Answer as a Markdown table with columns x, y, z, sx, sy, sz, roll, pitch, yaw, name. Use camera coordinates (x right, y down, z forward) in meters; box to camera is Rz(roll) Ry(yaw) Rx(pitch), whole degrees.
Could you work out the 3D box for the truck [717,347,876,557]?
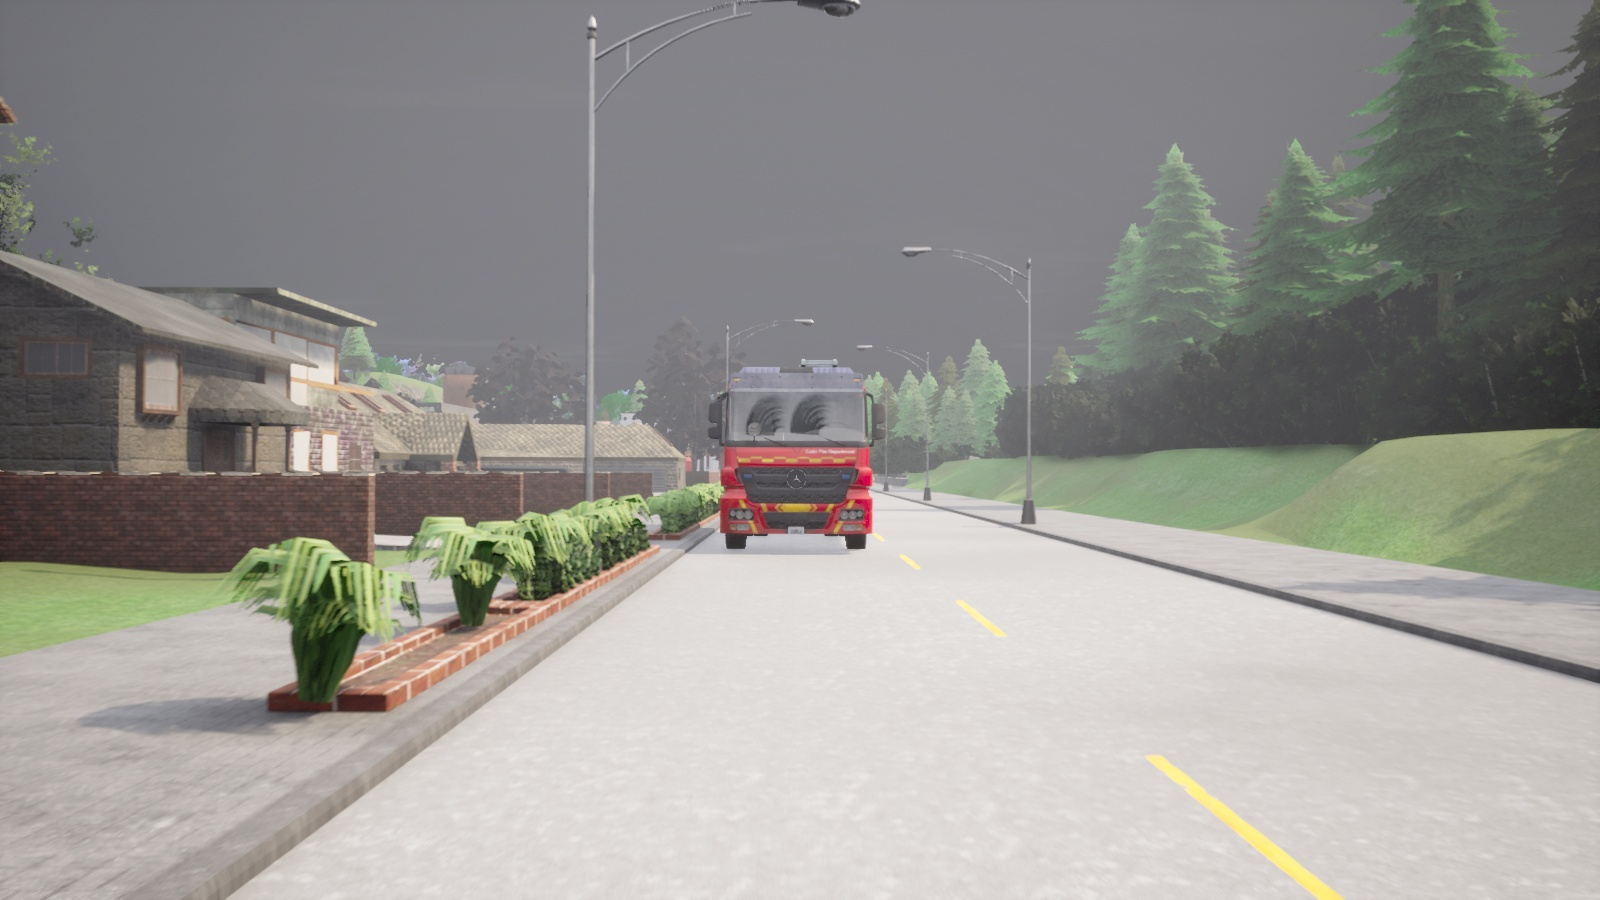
| x | y | z | sx | sy | sz | roll | pitch | yaw | name |
| --- | --- | --- | --- | --- | --- | --- | --- | --- | --- |
| -0.071 | 0.106 | 27.218 | 2.891 | 3.827 | 8.468 | 0 | -1 | 0 | truck |
